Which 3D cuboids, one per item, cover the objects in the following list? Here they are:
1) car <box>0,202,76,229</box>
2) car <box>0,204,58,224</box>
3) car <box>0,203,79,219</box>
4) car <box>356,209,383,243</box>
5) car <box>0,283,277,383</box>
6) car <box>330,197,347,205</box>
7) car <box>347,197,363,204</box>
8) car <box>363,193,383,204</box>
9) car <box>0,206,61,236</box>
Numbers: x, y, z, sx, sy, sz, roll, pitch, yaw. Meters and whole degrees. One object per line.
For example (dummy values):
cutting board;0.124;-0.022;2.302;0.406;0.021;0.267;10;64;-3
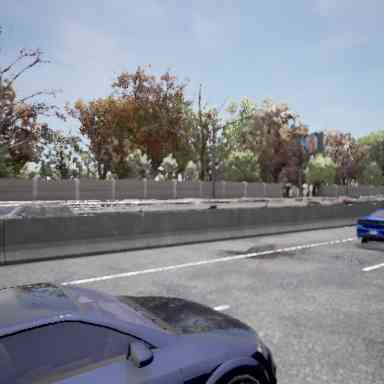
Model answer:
car;-10.550;1.486;22.265;4.902;1.511;2.128;0;0;-36
car;-12.759;1.596;24.990;4.718;1.301;1.895;0;0;-36
car;-7.666;1.349;15.720;4.553;1.767;2.097;0;0;-36
car;9.213;1.460;14.631;5.008;1.535;1.882;0;0;-36
car;-1.203;1.563;2.888;4.181;1.385;1.994;0;0;-36
car;22.797;1.483;50.386;4.674;1.442;1.812;0;0;-35
car;24.831;1.435;47.539;5.008;1.535;1.882;0;0;-35
car;25.219;1.180;43.519;5.566;2.045;2.150;0;0;-35
car;-10.242;1.545;18.185;5.357;1.411;2.033;0;0;-36
